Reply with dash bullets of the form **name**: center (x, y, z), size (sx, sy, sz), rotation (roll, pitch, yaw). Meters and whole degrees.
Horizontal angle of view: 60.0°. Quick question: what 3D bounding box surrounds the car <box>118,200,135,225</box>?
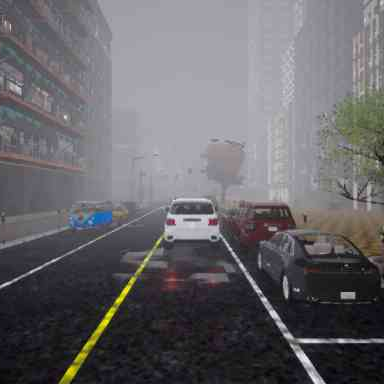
- **car**: center (-5.689, 1.529, 24.317), size (1.752, 1.417, 4.829), rotation (0, 0, 0)

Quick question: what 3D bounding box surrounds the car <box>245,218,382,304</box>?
- **car**: center (2.693, 1.549, 7.918), size (2.008, 1.369, 4.403), rotation (0, 0, 0)

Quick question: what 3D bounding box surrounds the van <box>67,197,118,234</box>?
- **van**: center (-5.688, 1.342, 18.964), size (1.690, 1.788, 3.998), rotation (0, 0, 0)

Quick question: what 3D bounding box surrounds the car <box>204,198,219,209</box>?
- **car**: center (2.692, 1.590, 46.578), size (1.947, 1.339, 4.313), rotation (0, 0, 0)

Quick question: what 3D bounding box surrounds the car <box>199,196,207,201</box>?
- **car**: center (2.691, 1.622, 84.489), size (1.887, 1.381, 4.507), rotation (0, 0, 0)

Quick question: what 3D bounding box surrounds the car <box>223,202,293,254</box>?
- **car**: center (2.693, 1.314, 13.442), size (2.192, 1.841, 5.009), rotation (0, 0, 0)

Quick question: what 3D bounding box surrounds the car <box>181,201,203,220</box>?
- **car**: center (0.000, 1.542, 29.651), size (1.812, 1.442, 4.674), rotation (0, 0, 0)

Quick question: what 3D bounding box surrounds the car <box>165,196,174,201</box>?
- **car**: center (-5.689, 1.628, 84.489), size (2.008, 1.369, 4.403), rotation (0, 0, 0)

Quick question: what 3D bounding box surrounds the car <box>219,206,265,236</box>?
- **car**: center (2.692, 1.567, 18.963), size (1.947, 1.339, 4.313), rotation (0, 0, 0)

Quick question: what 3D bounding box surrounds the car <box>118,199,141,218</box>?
- **car**: center (-5.689, 1.574, 30.010), size (1.947, 1.339, 4.313), rotation (0, 0, 0)

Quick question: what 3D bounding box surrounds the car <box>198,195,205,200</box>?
- **car**: center (2.691, 1.626, 95.725), size (1.752, 1.417, 4.829), rotation (0, 0, 0)

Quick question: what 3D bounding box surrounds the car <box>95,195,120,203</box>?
- **car**: center (-16.426, 1.386, 65.084), size (4.403, 1.369, 2.008), rotation (1, -1, -1)

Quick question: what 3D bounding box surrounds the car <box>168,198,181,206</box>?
- **car**: center (-3.000, 1.692, 57.620), size (1.895, 1.301, 4.718), rotation (0, 0, 0)

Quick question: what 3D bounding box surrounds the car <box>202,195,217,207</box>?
- **car**: center (2.692, 1.345, 52.102), size (2.192, 1.841, 5.009), rotation (0, 0, 0)

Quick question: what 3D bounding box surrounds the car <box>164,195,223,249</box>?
- **car**: center (0.000, 1.258, 14.681), size (2.150, 2.045, 5.566), rotation (0, 0, 0)
